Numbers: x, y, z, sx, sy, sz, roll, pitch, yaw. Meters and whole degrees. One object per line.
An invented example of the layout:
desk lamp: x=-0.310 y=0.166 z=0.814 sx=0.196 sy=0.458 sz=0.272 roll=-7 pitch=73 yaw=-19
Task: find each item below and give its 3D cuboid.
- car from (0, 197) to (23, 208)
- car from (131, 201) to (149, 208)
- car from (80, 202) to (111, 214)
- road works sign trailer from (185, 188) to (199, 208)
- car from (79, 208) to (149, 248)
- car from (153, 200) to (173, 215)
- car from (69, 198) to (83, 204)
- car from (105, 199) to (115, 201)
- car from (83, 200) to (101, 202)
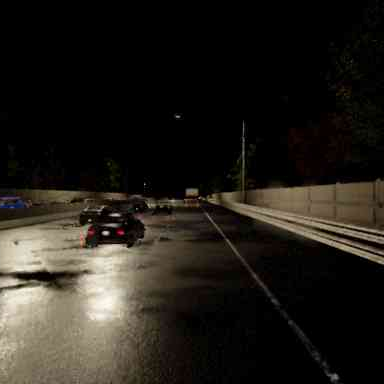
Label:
car: x=-17.585 y=1.513 z=30.388 sx=2.150 sy=2.045 sz=5.566 roll=0 pitch=-1 yaw=0
car: x=-6.890 y=1.952 z=43.943 sx=1.812 sy=1.442 sz=4.674 roll=0 pitch=0 yaw=0
car: x=-6.897 y=1.729 z=24.922 sx=2.128 sy=1.511 sz=4.902 roll=0 pitch=0 yaw=0
road works sign trailer: x=0.011 y=1.059 z=60.010 sx=2.380 sy=3.560 sz=2.880 roll=0 pitch=-1 yaw=0
car: x=-3.398 y=1.695 z=15.610 sx=2.033 sy=1.411 sz=5.357 roll=0 pitch=-1 yaw=0
car: x=-3.393 y=1.730 z=39.307 sx=2.097 sy=1.767 sz=4.553 roll=0 pitch=-1 yaw=0
car: x=-24.487 y=2.011 z=70.811 sx=2.097 sy=1.767 sz=4.553 roll=0 pitch=-1 yaw=0
car: x=-17.487 y=2.206 z=71.194 sx=1.994 sy=1.385 sz=4.181 roll=0 pitch=-1 yaw=0
car: x=-20.987 y=2.250 z=70.748 sx=1.895 sy=1.301 sz=4.718 roll=0 pitch=-1 yaw=0
